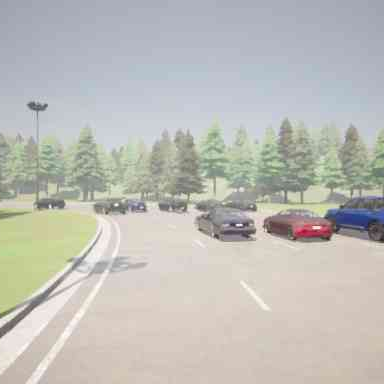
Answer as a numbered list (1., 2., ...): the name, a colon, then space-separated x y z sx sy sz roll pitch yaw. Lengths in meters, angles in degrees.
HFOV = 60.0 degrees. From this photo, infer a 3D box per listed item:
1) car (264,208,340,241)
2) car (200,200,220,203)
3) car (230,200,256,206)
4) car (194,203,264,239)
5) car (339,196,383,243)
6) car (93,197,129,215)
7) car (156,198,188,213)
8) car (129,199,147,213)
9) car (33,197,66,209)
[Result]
1. car: 5.174 1.555 16.771 1.994 1.385 4.181 0 0 -11
2. car: 1.925 1.545 37.396 1.994 1.385 4.181 0 0 -28
3. car: 5.546 1.544 38.091 1.994 1.385 4.181 0 0 -29
4. car: 1.579 1.539 17.480 2.033 1.411 5.357 0 0 -13
5. car: 8.876 1.211 16.416 2.150 2.045 5.566 0 0 -11
6. car: -8.603 1.334 34.168 2.097 1.767 4.553 0 0 -35
7. car: -2.315 1.483 37.228 1.837 1.490 4.892 1 -1 -33
8. car: -6.819 1.508 37.659 1.812 1.442 4.674 0 -1 -37
9. car: -18.846 1.483 43.895 4.892 1.490 1.837 0 0 30
